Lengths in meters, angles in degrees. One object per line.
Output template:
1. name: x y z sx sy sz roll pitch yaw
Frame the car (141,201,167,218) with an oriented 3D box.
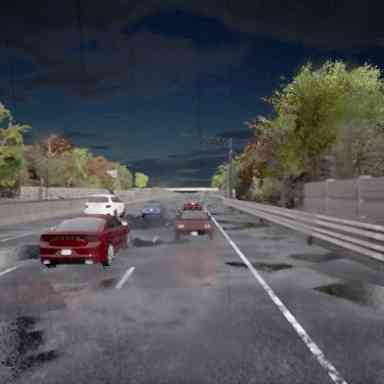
1. car: -3.386 1.551 30.106 2.033 1.411 5.357 0 0 0

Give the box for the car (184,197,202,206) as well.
1. car: 0.113 1.362 39.625 2.097 1.767 4.553 0 0 0

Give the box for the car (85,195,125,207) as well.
1. car: -6.886 1.224 26.723 2.150 2.045 5.566 0 0 0

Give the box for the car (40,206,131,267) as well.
1. car: -3.395 1.477 11.471 1.882 1.535 5.008 0 0 0

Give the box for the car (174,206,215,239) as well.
1. car: 0.110 1.601 17.354 1.895 1.301 4.718 0 0 0
